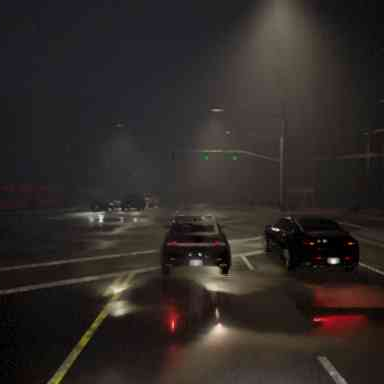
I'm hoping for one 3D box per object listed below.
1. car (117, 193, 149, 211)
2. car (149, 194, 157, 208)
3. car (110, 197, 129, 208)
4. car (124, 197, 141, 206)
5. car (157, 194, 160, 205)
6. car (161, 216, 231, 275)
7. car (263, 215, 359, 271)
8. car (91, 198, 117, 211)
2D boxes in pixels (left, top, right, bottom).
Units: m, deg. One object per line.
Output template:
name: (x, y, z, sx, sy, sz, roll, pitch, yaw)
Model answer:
car: (-7.057, 1.187, 40.208, 2.150, 2.045, 5.566, 0, 0, 1)
car: (-7.054, 1.255, 50.242, 2.150, 2.045, 5.566, 0, -1, 1)
car: (-10.563, 1.547, 48.814, 1.812, 1.442, 4.674, 0, 0, 0)
car: (-10.528, 1.609, 59.218, 2.128, 1.511, 4.902, 0, -1, 1)
car: (-7.014, 1.352, 60.678, 2.150, 2.045, 5.566, 0, -1, 0)
car: (0.100, 1.490, 10.469, 2.128, 1.511, 4.902, 0, 0, 0)
car: (3.631, 1.502, 10.905, 1.837, 1.490, 4.892, 0, 0, 0)
car: (-10.570, 1.451, 39.551, 2.128, 1.511, 4.902, 0, 0, 0)
